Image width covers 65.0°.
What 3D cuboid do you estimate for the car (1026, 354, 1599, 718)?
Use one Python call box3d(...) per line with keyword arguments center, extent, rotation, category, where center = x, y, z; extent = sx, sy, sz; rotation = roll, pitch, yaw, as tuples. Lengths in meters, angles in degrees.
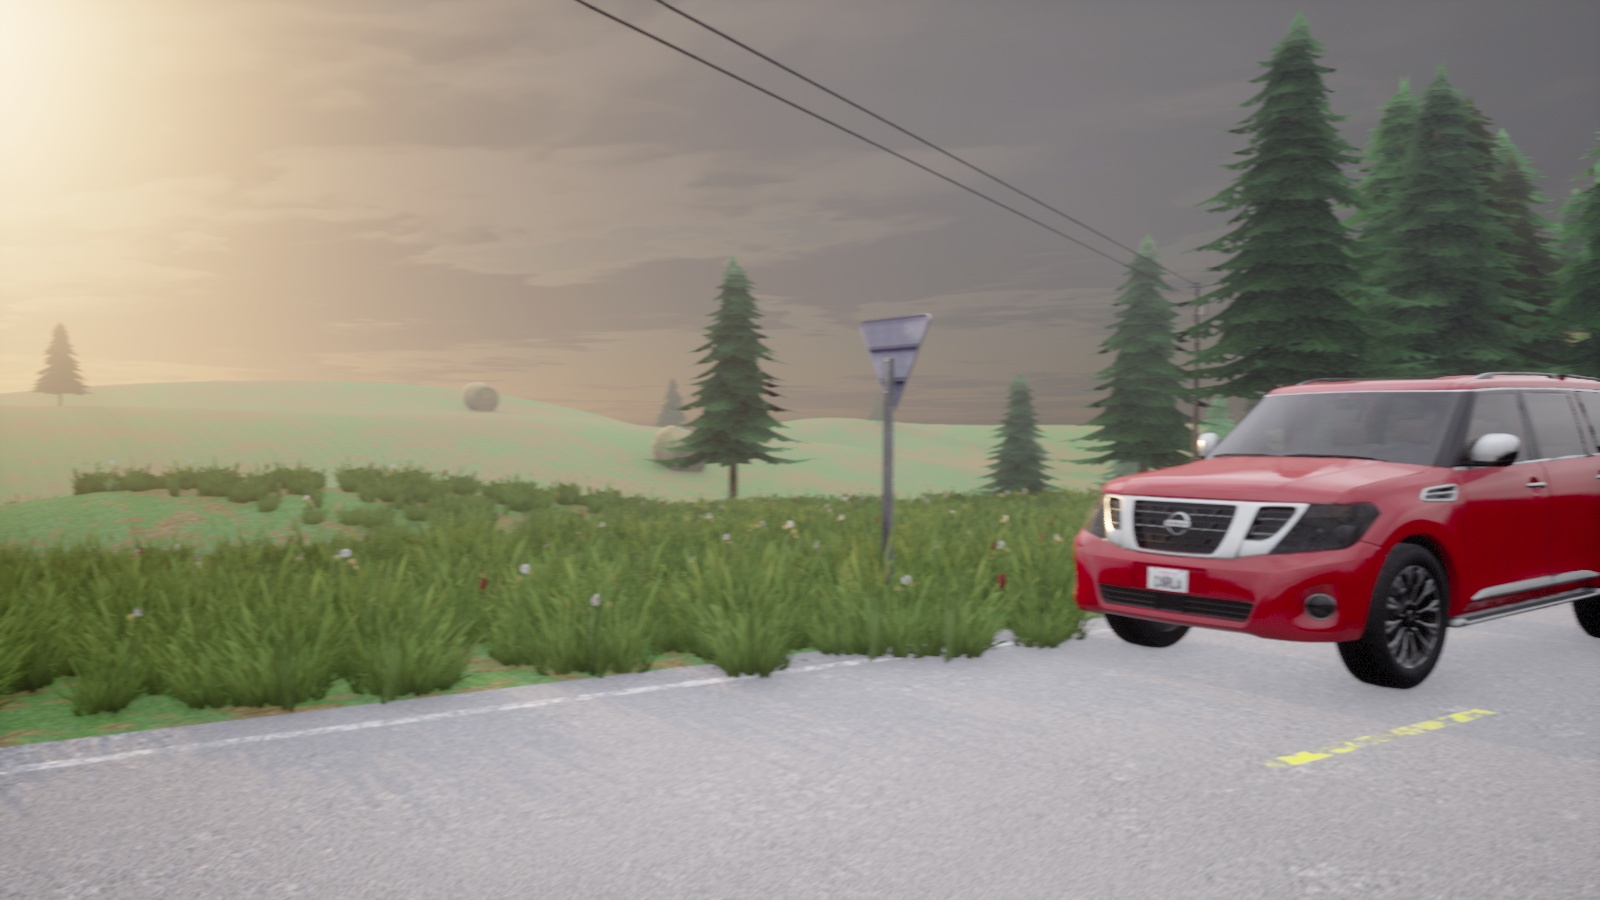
box3d(center=(4.448, 0.439, 9.584), extent=(5.566, 2.045, 2.150), rotation=(-1, 1, -37), category="car")
